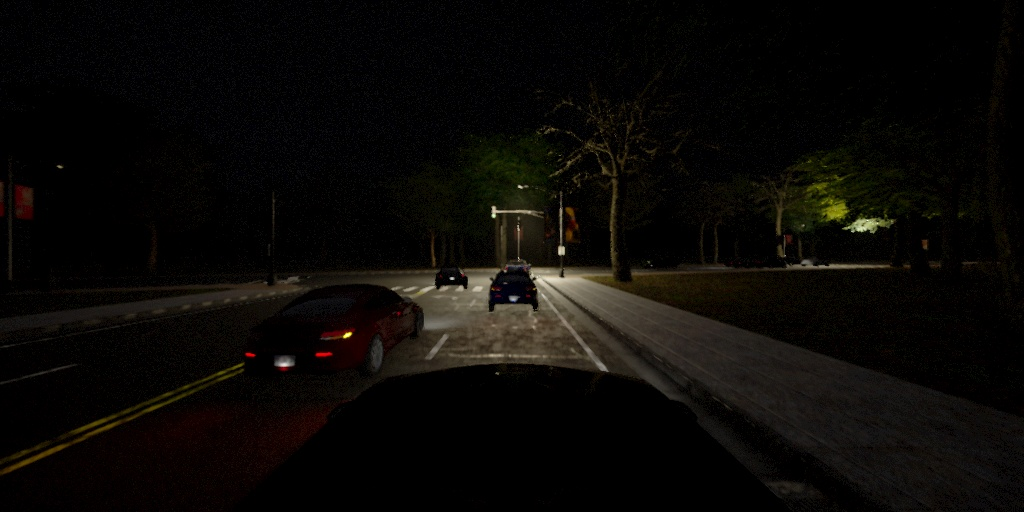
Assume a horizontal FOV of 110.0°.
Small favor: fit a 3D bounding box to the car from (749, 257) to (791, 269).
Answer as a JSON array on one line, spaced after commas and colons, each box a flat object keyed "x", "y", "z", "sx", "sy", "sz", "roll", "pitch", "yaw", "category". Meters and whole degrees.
[{"x": 35.957, "y": 1.028, "z": 49.934, "sx": 5.008, "sy": 1.535, "sz": 1.882, "roll": 0, "pitch": 0, "yaw": -23, "category": "car"}]

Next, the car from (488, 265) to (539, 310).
[{"x": 0.044, "y": 1.272, "z": 14.472, "sx": 1.812, "sy": 1.442, "sz": 4.674, "roll": 0, "pitch": 0, "yaw": 0, "category": "car"}]

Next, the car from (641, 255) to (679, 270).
[{"x": 21.019, "y": 0.848, "z": 50.760, "sx": 5.566, "sy": 2.045, "sz": 2.150, "roll": 0, "pitch": 0, "yaw": -22, "category": "car"}]

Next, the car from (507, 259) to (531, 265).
[{"x": 0.569, "y": 1.074, "z": 31.342, "sx": 2.097, "sy": 1.767, "sz": 4.553, "roll": 0, "pitch": 0, "yaw": 6, "category": "car"}]

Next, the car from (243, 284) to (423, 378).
[{"x": -3.166, "y": 1.287, "z": 7.277, "sx": 1.812, "sy": 1.442, "sz": 4.674, "roll": 0, "pitch": 0, "yaw": 0, "category": "car"}]

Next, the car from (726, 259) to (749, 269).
[{"x": 34.697, "y": 1.110, "z": 52.929, "sx": 5.357, "sy": 1.411, "sz": 2.033, "roll": 0, "pitch": 0, "yaw": -23, "category": "car"}]

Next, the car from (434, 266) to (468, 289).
[{"x": -4.047, "y": 1.319, "z": 23.505, "sx": 1.994, "sy": 1.385, "sz": 4.181, "roll": 0, "pitch": 0, "yaw": -13, "category": "car"}]
